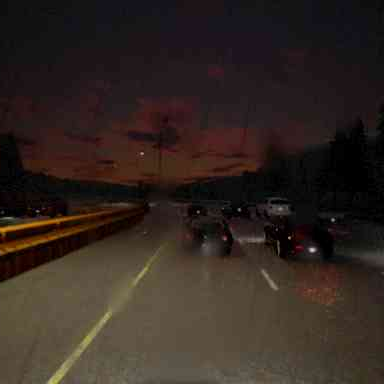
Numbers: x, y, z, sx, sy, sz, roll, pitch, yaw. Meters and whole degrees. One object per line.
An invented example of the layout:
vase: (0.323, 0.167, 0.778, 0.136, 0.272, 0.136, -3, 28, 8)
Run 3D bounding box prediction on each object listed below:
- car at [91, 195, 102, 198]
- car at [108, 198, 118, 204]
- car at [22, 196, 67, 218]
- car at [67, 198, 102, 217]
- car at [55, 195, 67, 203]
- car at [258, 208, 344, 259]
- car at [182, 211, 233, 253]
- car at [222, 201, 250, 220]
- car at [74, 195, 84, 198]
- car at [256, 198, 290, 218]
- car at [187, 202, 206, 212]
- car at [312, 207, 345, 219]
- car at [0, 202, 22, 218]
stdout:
car: (-20.615, 1.531, 71.569, 2.150, 2.045, 5.566, 1, -1, -18)
car: (-17.051, 1.904, 71.890, 1.994, 1.385, 4.181, 1, -1, -16)
car: (-13.491, 1.360, 31.575, 2.150, 2.045, 5.566, 1, -1, -3)
car: (-10.030, 1.653, 32.050, 1.882, 1.535, 5.008, 1, 0, -3)
car: (-27.670, 1.470, 70.607, 2.128, 1.511, 4.902, 1, -1, -19)
car: (4.107, 1.665, 13.466, 1.837, 1.490, 4.892, 1, 0, 2)
car: (0.643, 1.732, 14.356, 1.895, 1.301, 4.718, 1, 0, 2)
car: (4.171, 1.670, 32.001, 2.097, 1.767, 4.553, 1, -1, -2)
car: (-24.352, 1.488, 71.721, 1.837, 1.490, 4.892, 1, -1, -19)
car: (7.720, 1.578, 32.066, 2.150, 2.045, 5.566, 1, 0, -2)
car: (0.495, 1.837, 35.482, 1.812, 1.442, 4.674, 1, 0, -3)
car: (11.281, 1.965, 28.892, 1.895, 1.301, 4.718, 1, 0, -1)
car: (-17.028, 1.667, 31.779, 1.994, 1.385, 4.181, 1, 0, -3)
